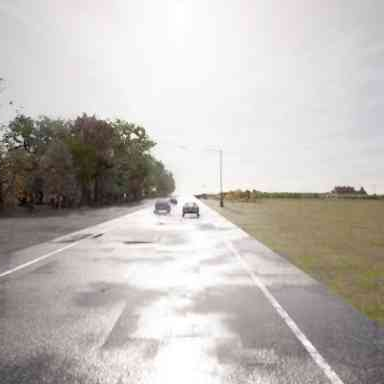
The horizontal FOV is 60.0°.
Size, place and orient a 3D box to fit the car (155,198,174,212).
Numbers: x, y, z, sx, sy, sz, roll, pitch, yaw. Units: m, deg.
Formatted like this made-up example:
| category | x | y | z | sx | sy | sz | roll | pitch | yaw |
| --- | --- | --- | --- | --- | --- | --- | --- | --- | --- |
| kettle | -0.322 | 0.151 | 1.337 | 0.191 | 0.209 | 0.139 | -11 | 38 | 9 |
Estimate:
| category | x | y | z | sx | sy | sz | roll | pitch | yaw |
| --- | --- | --- | --- | --- | --- | --- | --- | --- | --- |
| car | -3.679 | 1.774 | 42.910 | 1.882 | 1.535 | 5.008 | 0 | -1 | 0 |

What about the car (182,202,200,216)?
| category | x | y | z | sx | sy | sz | roll | pitch | yaw |
| --- | --- | --- | --- | --- | --- | --- | --- | --- | --- |
| car | -0.131 | 1.792 | 35.659 | 2.033 | 1.411 | 5.357 | 0 | 0 | 0 |

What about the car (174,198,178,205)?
| category | x | y | z | sx | sy | sz | roll | pitch | yaw |
| --- | --- | --- | --- | --- | --- | --- | --- | --- | --- |
| car | -3.855 | 1.961 | 69.049 | 1.837 | 1.490 | 4.892 | 0 | -1 | 0 |
